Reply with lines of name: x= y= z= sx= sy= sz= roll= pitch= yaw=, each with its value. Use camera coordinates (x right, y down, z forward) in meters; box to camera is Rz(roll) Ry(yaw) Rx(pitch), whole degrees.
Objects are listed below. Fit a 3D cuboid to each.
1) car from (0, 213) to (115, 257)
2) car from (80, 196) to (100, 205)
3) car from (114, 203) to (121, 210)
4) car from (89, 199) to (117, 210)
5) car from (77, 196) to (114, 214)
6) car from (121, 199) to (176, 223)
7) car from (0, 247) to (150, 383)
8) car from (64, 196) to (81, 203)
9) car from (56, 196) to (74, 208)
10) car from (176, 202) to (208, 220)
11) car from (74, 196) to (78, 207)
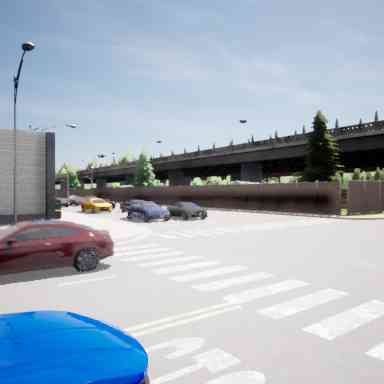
car: x=-4.478 y=1.526 z=9.210 sx=4.674 sy=1.442 sz=1.812 roll=0 pitch=0 yaw=-35
car: x=-17.814 y=1.422 z=57.839 sx=1.882 sy=1.535 sz=5.008 roll=0 pitch=0 yaw=-36
car: x=-5.897 y=1.492 z=34.832 sx=2.033 sy=1.411 sz=5.357 roll=0 pitch=0 yaw=-35
car: x=-11.468 y=1.545 z=42.640 sx=1.895 sy=1.301 sz=4.718 roll=0 pitch=0 yaw=-35
car: x=-9.898 y=1.422 z=34.400 sx=1.882 sy=1.535 sz=5.008 roll=0 pitch=0 yaw=-36
car: x=-3.443 y=1.470 z=25.374 sx=1.812 sy=1.442 sz=4.674 roll=0 pitch=0 yaw=-36
car: x=-2.609 y=1.478 z=1.913 sx=5.008 sy=1.535 sz=1.882 roll=0 pitch=0 yaw=-36
car: x=-23.742 y=1.469 z=65.957 sx=1.812 sy=1.442 sz=4.674 roll=0 pitch=0 yaw=-36
car: x=-18.881 y=1.492 z=47.021 sx=2.033 sy=1.411 sz=5.357 roll=0 pitch=0 yaw=-35
car: x=-0.531 y=1.508 z=27.316 sx=1.994 sy=1.385 sz=4.181 roll=0 pitch=0 yaw=-36
car: x=-17.429 y=1.470 z=51.082 sx=1.812 sy=1.442 sz=4.674 roll=0 pitch=0 yaw=-35
